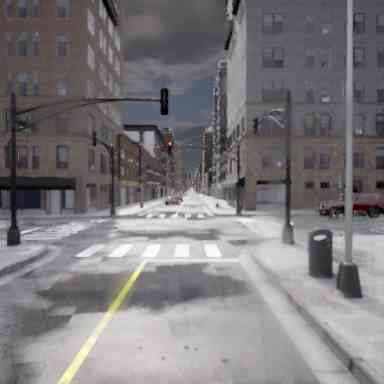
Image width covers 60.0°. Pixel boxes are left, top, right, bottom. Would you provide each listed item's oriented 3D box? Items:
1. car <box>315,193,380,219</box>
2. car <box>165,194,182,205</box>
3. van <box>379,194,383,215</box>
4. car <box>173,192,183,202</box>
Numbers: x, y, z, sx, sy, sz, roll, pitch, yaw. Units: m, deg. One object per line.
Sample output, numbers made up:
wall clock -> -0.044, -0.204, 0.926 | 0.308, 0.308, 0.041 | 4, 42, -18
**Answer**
car -> 12.086, 1.004, 25.410 | 5.009, 1.841, 2.192 | -1, 1, 0
car -> -3.055, 1.349, 51.349 | 1.994, 1.385, 4.181 | 0, 0, 0
van -> 12.108, 1.128, 16.886 | 3.998, 1.788, 1.690 | -1, 1, 0
car -> -2.997, 0.958, 67.072 | 2.150, 2.045, 5.566 | 0, 1, 0
